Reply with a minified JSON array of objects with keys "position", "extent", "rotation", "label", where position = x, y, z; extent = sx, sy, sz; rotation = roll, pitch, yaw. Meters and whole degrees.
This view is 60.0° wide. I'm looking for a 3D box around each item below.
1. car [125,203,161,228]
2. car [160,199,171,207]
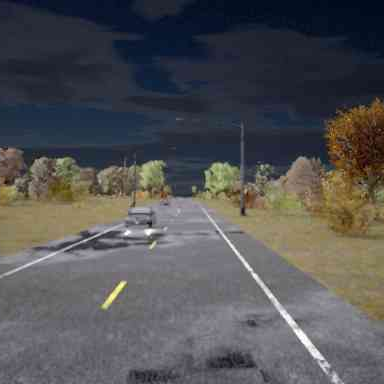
[{"position":[-3.601,1.737,24.061],"extent":[1.812,1.442,4.674],"rotation":[0,-1,0],"label":"car"},{"position":[-5.213,2.148,64.706],"extent":[1.994,1.385,4.181],"rotation":[0,-1,-7],"label":"car"}]
